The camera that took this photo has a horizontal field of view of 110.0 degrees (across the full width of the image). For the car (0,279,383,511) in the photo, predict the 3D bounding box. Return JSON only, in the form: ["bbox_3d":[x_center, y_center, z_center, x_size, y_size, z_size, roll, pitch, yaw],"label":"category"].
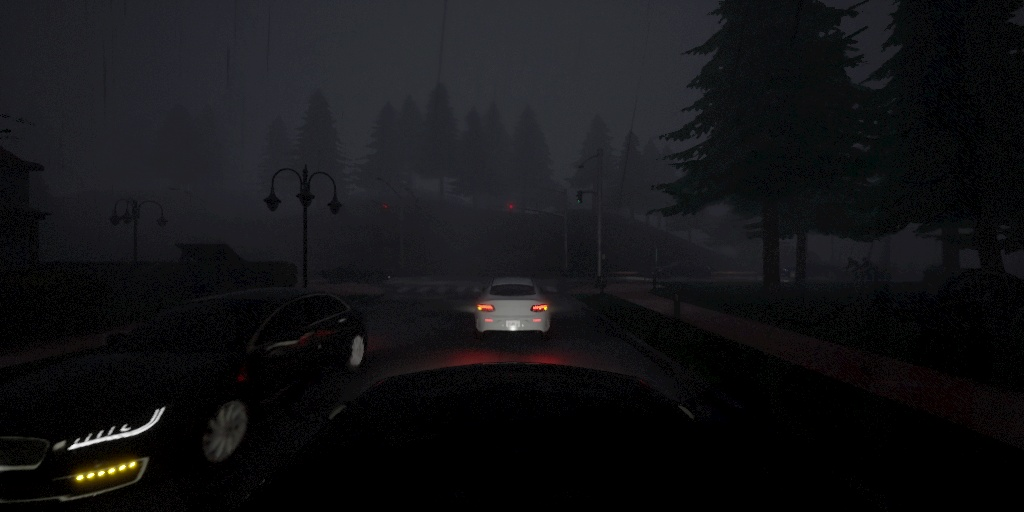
[{"bbox_3d":[-3.597,1.258,4.863,1.837,1.490,4.892,0,0,0],"label":"car"}]

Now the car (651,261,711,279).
[{"bbox_3d":[14.061,1.138,29.868,4.674,1.442,1.812,0,0,-1],"label":"car"}]

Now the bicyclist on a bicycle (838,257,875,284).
[{"bbox_3d":[21.132,0.909,22.218,0.582,1.620,1.656,0,0,-16],"label":"bicyclist on a bicycle"}]

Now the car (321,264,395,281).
[{"bbox_3d":[-10.984,1.210,25.795,4.718,1.301,1.895,0,0,4],"label":"car"}]

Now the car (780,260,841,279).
[{"bbox_3d":[24.383,1.090,29.905,5.008,1.535,1.882,0,0,0],"label":"car"}]

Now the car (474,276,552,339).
[{"bbox_3d":[0.022,1.283,9.937,1.812,1.442,4.674,0,0,0],"label":"car"}]

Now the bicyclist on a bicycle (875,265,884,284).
[{"bbox_3d":[21.779,0.910,21.958,0.582,1.620,1.656,0,0,-14],"label":"bicyclist on a bicycle"}]
